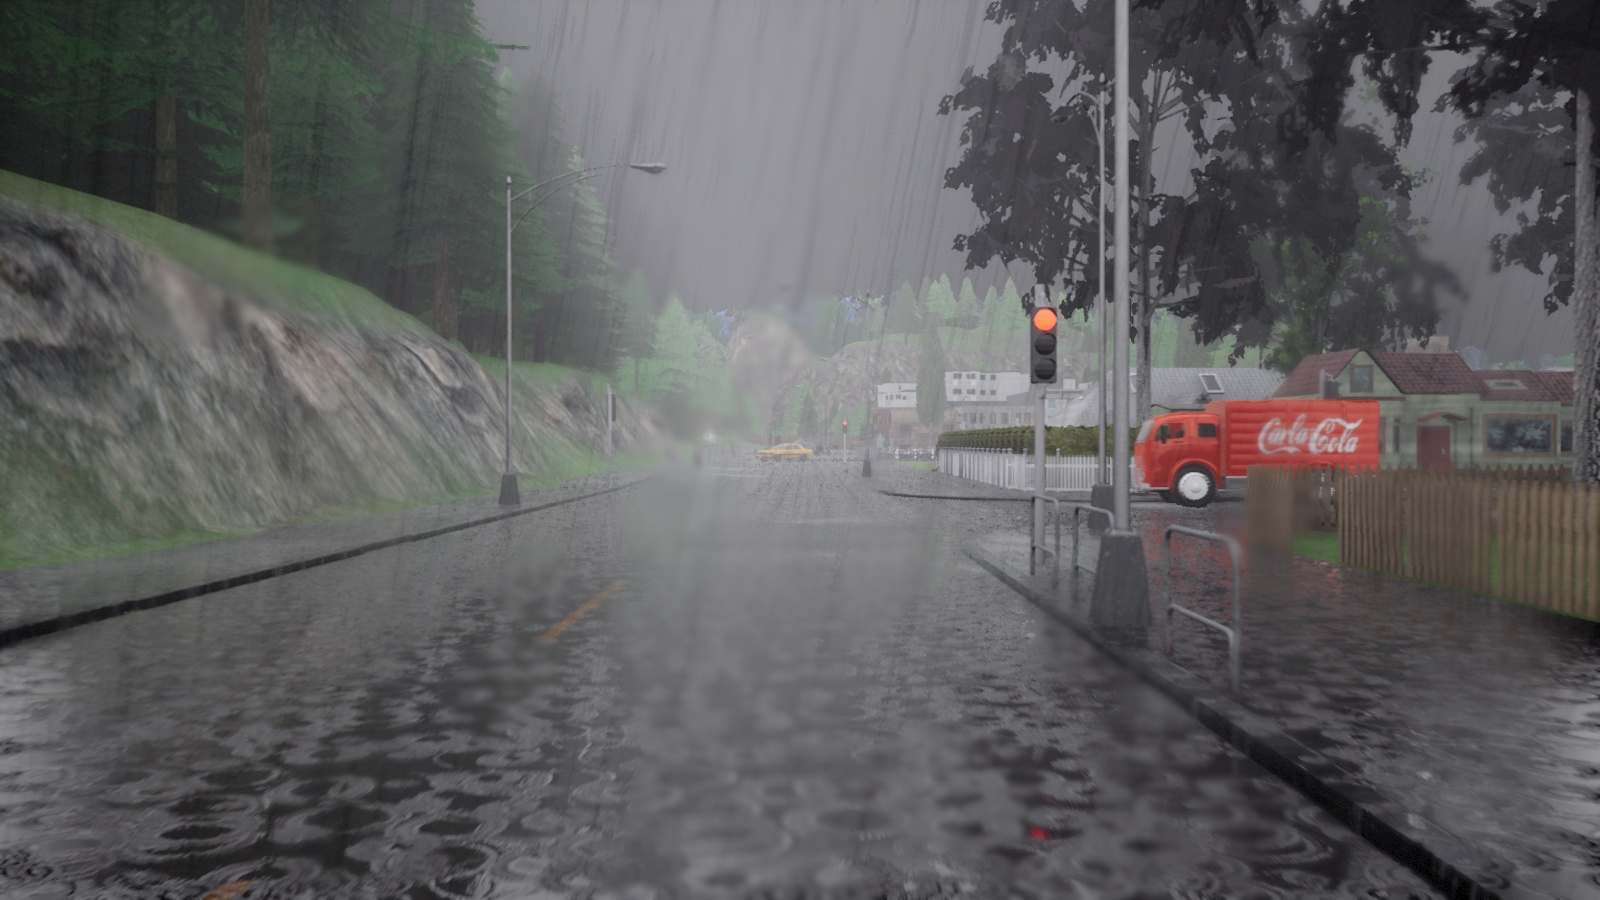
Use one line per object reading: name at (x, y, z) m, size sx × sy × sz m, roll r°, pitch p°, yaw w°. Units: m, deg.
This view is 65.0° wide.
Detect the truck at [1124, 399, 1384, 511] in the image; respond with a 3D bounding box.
truck at (10.425, 0.103, 29.265) m, size 5.204 × 2.467 × 2.627 m, roll 0°, pitch 0°, yaw 5°

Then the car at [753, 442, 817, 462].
car at (-1.148, 0.127, 98.886) m, size 1.801 × 1.575 × 5.366 m, roll 1°, pitch 1°, yaw 43°
